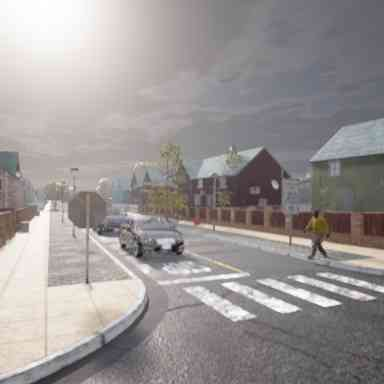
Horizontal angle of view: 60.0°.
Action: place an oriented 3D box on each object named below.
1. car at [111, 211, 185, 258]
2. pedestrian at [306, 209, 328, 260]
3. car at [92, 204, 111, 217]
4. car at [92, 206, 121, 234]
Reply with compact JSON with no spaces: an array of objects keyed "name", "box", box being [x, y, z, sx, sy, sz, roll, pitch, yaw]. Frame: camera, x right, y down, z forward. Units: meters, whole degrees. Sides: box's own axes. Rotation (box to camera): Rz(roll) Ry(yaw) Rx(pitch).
[{"name":"car","box":[-1.869,1.770,14.227,2.128,1.511,4.902,1,-2,-23]},{"name":"pedestrian","box":[4.280,1.438,11.379,0.375,1.860,0.375,-1,0,-23]},{"name":"car","box":[-13.132,2.594,48.175,2.097,1.767,4.553,1,-2,-23]},{"name":"car","box":[-5.616,1.879,23.028,2.097,1.767,4.553,1,-2,-23]}]
